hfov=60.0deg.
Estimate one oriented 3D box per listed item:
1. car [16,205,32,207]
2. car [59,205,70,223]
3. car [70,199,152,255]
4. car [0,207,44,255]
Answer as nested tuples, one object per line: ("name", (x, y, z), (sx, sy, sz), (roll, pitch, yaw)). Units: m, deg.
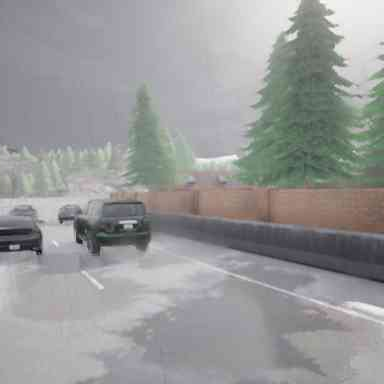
("car", (-13.058, 1.719, 25.845), (1.994, 1.385, 4.181), (0, 0, -22))
("car", (-9.939, 1.723, 27.469), (1.994, 1.385, 4.181), (0, 0, -22))
("car", (-3.479, 1.302, 13.962), (2.150, 2.045, 5.566), (0, 0, -28))
("car", (-7.030, 1.586, 13.220), (1.837, 1.490, 4.892), (0, 0, -28))
